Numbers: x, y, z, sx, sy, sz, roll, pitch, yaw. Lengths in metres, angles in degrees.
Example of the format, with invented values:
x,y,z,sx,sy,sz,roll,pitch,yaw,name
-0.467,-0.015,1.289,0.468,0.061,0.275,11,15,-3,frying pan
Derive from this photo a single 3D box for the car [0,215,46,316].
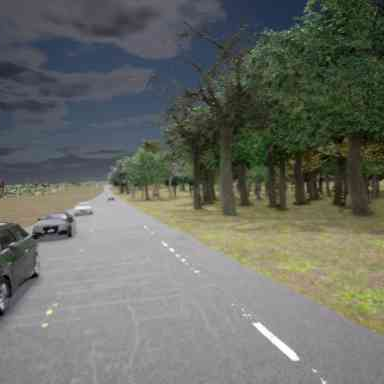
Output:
x,y,z,sx,sy,sz,roll,pitch,yaw,name
-4.980,1.561,7.574,2.097,1.767,4.553,-3,0,-14,car

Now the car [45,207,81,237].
x,y,z,sx,sy,sz,roll,pitch,yaw,name
-7.930,1.879,19.495,1.994,1.385,4.181,-3,0,-14,car

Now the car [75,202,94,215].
x,y,z,sx,sy,sz,roll,pitch,yaw,name
-12.901,1.965,39.798,1.812,1.442,4.674,-3,0,-14,car
